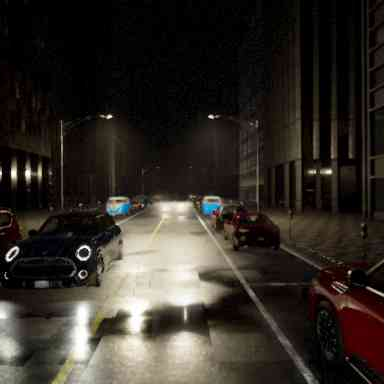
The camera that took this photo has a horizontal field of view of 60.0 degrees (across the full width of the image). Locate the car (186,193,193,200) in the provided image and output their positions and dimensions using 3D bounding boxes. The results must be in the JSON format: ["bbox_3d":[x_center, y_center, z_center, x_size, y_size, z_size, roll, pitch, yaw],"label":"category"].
[{"bbox_3d":[0.322,1.490,75.589,2.008,1.369,4.403,0,0,-2],"label":"car"}]

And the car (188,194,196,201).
[{"bbox_3d":[-0.047,1.382,86.802,1.967,1.590,4.097,0,0,-2],"label":"car"}]

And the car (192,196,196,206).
[{"bbox_3d":[1.428,1.511,41.953,1.947,1.339,4.313,0,0,-2],"label":"car"}]

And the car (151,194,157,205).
[{"bbox_3d":[-7.640,1.521,58.314,1.752,1.417,4.829,0,0,-2],"label":"car"}]

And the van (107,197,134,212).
[{"bbox_3d":[-6.725,1.354,30.452,1.690,1.788,3.998,0,0,-2],"label":"van"}]

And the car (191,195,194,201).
[{"bbox_3d":[1.238,1.466,47.729,1.752,1.417,4.829,0,0,-2],"label":"car"}]

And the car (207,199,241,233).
[{"bbox_3d":[2.164,1.403,19.528,1.967,1.590,4.097,0,0,-2],"label":"car"}]

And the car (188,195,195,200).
[{"bbox_3d":[-0.230,1.526,92.407,1.802,1.307,4.206,0,0,-2],"label":"car"}]

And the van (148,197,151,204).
[{"bbox_3d":[-7.278,1.340,47.272,1.690,1.788,3.998,0,0,-2],"label":"van"}]

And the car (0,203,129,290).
[{"bbox_3d":[-3.271,1.364,9.299,2.097,1.767,4.553,0,0,-2],"label":"car"}]

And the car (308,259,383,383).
[{"bbox_3d":[2.716,1.293,2.710,2.192,1.841,5.009,0,0,-2],"label":"car"}]

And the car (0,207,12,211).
[{"bbox_3d":[-5.988,1.347,8.026,2.192,1.841,5.009,0,0,-2],"label":"car"}]

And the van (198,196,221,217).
[{"bbox_3d":[1.795,1.295,30.740,1.690,1.788,3.998,0,0,-2],"label":"van"}]

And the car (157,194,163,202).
[{"bbox_3d":[-8.198,1.565,75.303,1.947,1.339,4.313,0,0,-2],"label":"car"}]

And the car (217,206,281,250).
[{"bbox_3d":[2.349,1.513,13.923,1.887,1.381,4.507,0,0,-2],"label":"car"}]

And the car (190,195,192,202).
[{"bbox_3d":[1.053,1.462,53.336,1.752,1.417,4.829,0,0,-2],"label":"car"}]

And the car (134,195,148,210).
[{"bbox_3d":[-7.093,1.444,41.666,1.967,1.590,4.097,0,0,-2],"label":"car"}]

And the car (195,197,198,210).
[{"bbox_3d":[1.612,1.494,36.347,1.887,1.381,4.507,0,0,-2],"label":"car"}]

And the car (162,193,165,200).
[{"bbox_3d":[-8.383,1.440,80.910,1.967,1.590,4.097,0,0,-2],"label":"car"}]

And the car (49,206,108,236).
[{"bbox_3d":[-6.356,1.573,19.239,2.008,1.369,4.403,0,0,-2],"label":"car"}]
